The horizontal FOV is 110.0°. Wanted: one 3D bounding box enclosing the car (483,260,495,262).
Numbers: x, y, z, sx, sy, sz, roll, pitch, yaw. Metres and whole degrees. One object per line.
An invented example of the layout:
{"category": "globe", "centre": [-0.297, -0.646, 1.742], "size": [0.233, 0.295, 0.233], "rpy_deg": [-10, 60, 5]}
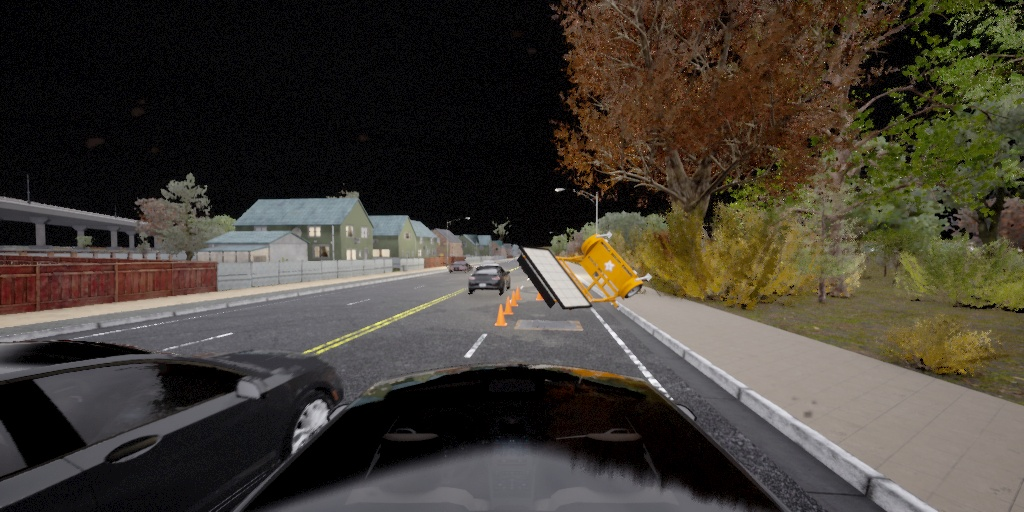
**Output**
{"category": "car", "centre": [-2.609, 1.231, 40.686], "size": [1.812, 1.442, 4.674], "rpy_deg": [0, 0, 6]}

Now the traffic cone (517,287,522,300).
{"category": "traffic cone", "centre": [0.263, 1.694, 16.347], "size": [0.340, 0.580, 0.340], "rpy_deg": [0, 0, 6]}

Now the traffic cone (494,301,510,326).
{"category": "traffic cone", "centre": [-0.318, 1.699, 10.375], "size": [0.340, 0.580, 0.340], "rpy_deg": [0, 0, 6]}

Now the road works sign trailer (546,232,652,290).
{"category": "road works sign trailer", "centre": [3.149, -0.840, 12.527], "size": [2.880, 3.560, 2.380], "rpy_deg": [0, 0, -40]}

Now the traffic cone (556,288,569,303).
{"category": "traffic cone", "centre": [2.253, 1.694, 16.154], "size": [0.340, 0.580, 0.340], "rpy_deg": [0, 0, 6]}

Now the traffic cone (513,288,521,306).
{"category": "traffic cone", "centre": [0.069, 1.696, 14.356], "size": [0.340, 0.580, 0.340], "rpy_deg": [0, 0, 6]}

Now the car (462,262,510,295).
{"category": "car", "centre": [-1.185, 1.262, 19.732], "size": [1.812, 1.442, 4.674], "rpy_deg": [0, 0, 6]}

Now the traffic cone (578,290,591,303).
{"category": "traffic cone", "centre": [3.248, 1.694, 16.056], "size": [0.340, 0.580, 0.340], "rpy_deg": [0, 0, 6]}

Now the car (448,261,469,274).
{"category": "car", "centre": [-5.848, 1.270, 40.955], "size": [1.994, 1.385, 4.181], "rpy_deg": [0, 0, 6]}

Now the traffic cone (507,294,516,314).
{"category": "traffic cone", "centre": [-0.125, 1.697, 12.366], "size": [0.340, 0.580, 0.340], "rpy_deg": [0, 0, 6]}

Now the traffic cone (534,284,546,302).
{"category": "traffic cone", "centre": [1.258, 1.694, 16.250], "size": [0.340, 0.580, 0.340], "rpy_deg": [0, 0, 6]}

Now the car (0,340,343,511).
{"category": "car", "centre": [-2.914, 1.256, 1.977], "size": [1.837, 1.490, 4.892], "rpy_deg": [0, 0, 6]}
